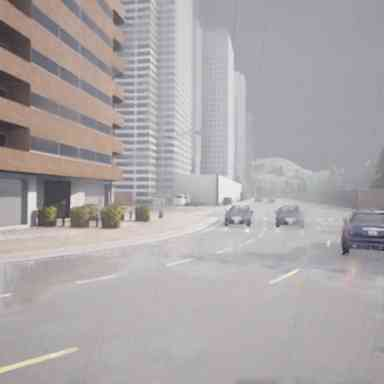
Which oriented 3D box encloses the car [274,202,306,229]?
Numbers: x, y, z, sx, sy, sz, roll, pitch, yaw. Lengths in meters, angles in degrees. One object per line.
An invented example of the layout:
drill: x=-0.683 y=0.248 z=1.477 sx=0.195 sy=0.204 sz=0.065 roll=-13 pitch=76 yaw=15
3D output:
car: x=6.997 y=1.737 z=23.918 sx=2.128 sy=1.511 sz=4.902 roll=0 pitch=-1 yaw=14

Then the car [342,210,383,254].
car: x=7.438 y=1.513 z=13.879 sx=2.097 sy=1.767 sz=4.553 roll=0 pitch=-1 yaw=26

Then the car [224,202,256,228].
car: x=3.581 y=1.723 z=24.668 sx=2.128 sy=1.511 sz=4.902 roll=0 pitch=-1 yaw=14

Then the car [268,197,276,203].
car: x=22.268 y=2.263 z=93.010 sx=2.097 sy=1.767 sz=4.553 roll=0 pitch=0 yaw=12

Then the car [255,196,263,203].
car: x=18.838 y=2.123 z=93.705 sx=2.150 sy=2.045 sz=5.566 roll=0 pitch=0 yaw=12
